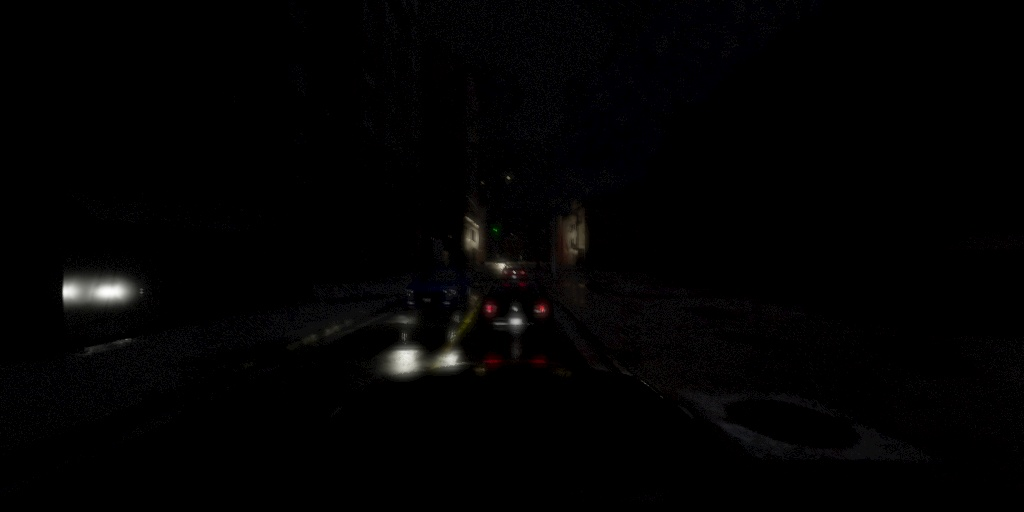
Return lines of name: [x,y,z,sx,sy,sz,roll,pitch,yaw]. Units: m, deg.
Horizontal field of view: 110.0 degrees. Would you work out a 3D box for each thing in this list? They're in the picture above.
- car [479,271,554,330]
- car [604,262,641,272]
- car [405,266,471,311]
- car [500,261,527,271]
car: [0.125,1.331,11.072,1.895,1.301,4.718,0,0,0]
car: [13.390,1.358,43.590,4.313,1.339,1.948,0,0,0]
car: [-2.797,1.199,14.435,1.882,1.535,5.008,0,0,0]
car: [0.207,1.290,29.076,1.895,1.301,4.718,0,0,0]
